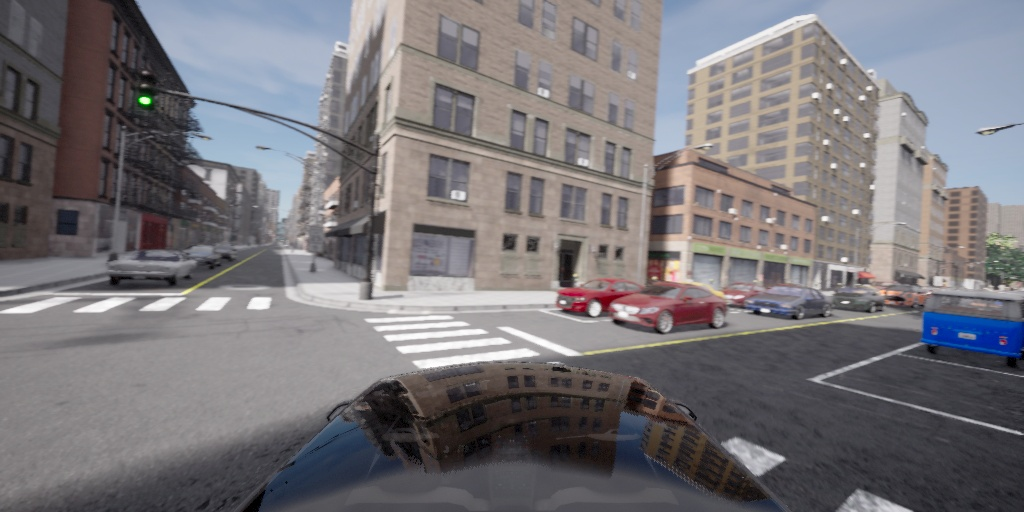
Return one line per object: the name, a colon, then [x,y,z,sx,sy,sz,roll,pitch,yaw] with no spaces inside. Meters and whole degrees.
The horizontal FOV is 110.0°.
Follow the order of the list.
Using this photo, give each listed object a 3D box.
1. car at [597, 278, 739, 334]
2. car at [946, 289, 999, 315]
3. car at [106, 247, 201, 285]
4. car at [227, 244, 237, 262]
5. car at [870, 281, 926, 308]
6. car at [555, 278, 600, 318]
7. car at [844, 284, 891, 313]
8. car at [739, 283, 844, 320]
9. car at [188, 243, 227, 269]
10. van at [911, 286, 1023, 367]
car: [5.295,1.611,11.944,4.674,1.442,1.812,4,0,-32]
car: [34.049,3.347,26.486,5.008,1.535,1.882,4,-1,-32]
car: [-14.877,0.414,15.038,1.895,1.301,4.718,4,0,-33]
car: [-25.660,-0.348,31.765,1.837,1.490,4.892,4,0,-33]
car: [29.929,2.983,27.588,4.553,1.767,2.097,4,0,-32]
car: [3.707,1.551,14.224,4.507,1.381,1.888,0,0,-32]
car: [21.228,2.648,22.101,4.181,1.385,1.994,4,0,-33]
car: [13.367,2.138,17.089,5.357,1.411,2.033,4,0,-32]
car: [-20.195,0.014,23.297,1.812,1.442,4.674,4,0,-33]
van: [12.929,1.867,9.987,3.998,1.789,1.690,0,0,-32]
